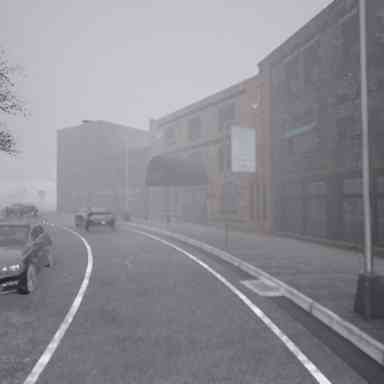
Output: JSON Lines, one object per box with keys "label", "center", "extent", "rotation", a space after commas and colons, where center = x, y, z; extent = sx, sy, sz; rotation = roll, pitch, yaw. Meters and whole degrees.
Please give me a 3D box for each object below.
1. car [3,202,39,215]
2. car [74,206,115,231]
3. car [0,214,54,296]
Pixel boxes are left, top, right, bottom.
{"label": "car", "center": [-17.802, 1.832, 34.585], "extent": [4.892, 1.490, 1.837], "rotation": [-1, -2, 38]}
{"label": "car", "center": [-6.564, 1.679, 22.203], "extent": [2.128, 1.511, 4.902], "rotation": [0, -1, -30]}
{"label": "car", "center": [-4.908, 1.579, 8.798], "extent": [2.128, 1.511, 4.902], "rotation": [0, 0, -15]}
